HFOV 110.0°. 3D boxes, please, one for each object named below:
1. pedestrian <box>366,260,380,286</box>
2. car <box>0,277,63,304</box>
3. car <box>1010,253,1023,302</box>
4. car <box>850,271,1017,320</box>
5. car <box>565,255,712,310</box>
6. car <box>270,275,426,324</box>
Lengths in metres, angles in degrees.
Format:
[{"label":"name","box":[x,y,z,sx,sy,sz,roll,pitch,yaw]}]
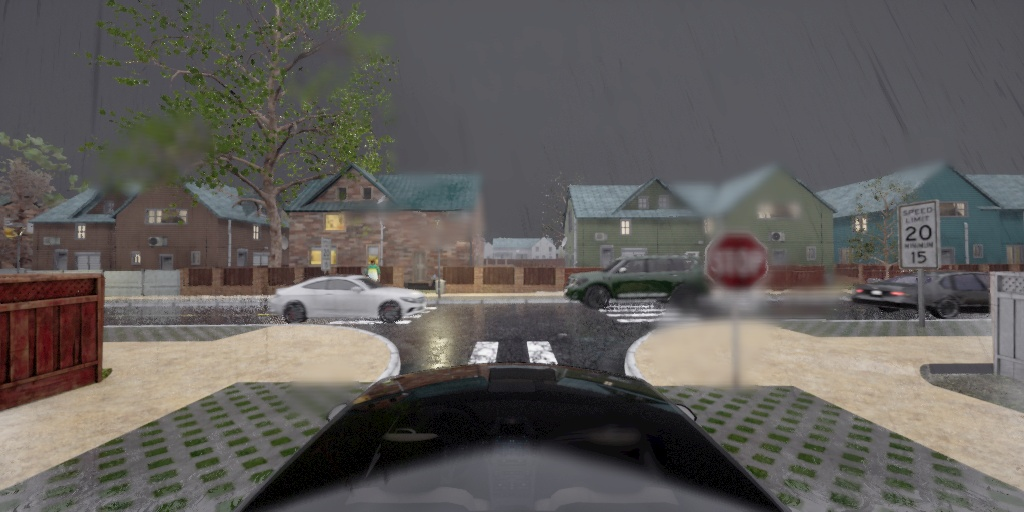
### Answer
[{"label":"pedestrian","box":[-6.762,1.117,17.400,0.375,1.860,0.375,0,-1,1]},{"label":"car","box":[-21.168,1.580,14.622,4.674,1.442,1.812,-1,-1,1]},{"label":"car","box":[24.047,0.856,14.176,5.566,2.045,2.150,0,-1,1]},{"label":"car","box":[14.038,1.185,11.324,5.357,1.411,2.033,0,-1,1]},{"label":"car","box":[4.947,1.012,14.372,5.566,2.045,2.150,-1,-1,1]},{"label":"car","box":[-5.149,1.334,11.516,4.674,1.442,1.812,-1,-1,1]}]
